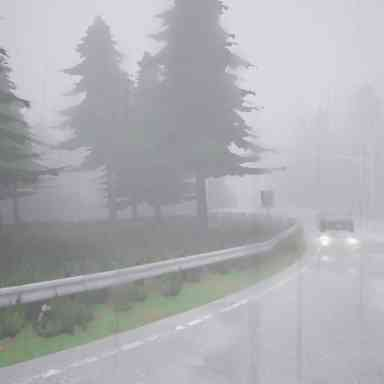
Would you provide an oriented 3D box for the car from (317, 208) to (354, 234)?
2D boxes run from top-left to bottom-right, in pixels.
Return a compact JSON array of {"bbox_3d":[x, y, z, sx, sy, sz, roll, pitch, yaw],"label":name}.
[{"bbox_3d":[9.421,1.818,22.142,1.882,1.535,5.008,-3,-2,17],"label":"car"}]
